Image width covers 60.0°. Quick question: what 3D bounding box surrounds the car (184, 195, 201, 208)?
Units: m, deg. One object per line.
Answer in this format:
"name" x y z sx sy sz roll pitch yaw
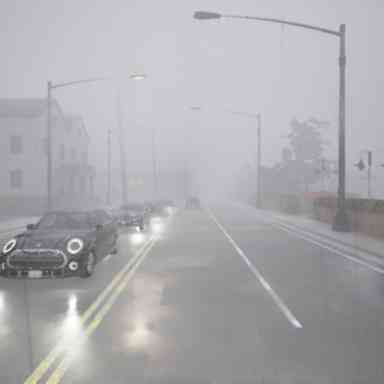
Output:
"car" 0.086 1.182 42.683 1.837 1.490 4.892 0 0 0

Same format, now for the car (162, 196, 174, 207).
"car" -3.522 1.256 45.087 1.895 1.301 4.718 0 0 0

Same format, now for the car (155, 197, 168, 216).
"car" -3.563 1.370 30.204 1.895 1.301 4.718 0 0 0

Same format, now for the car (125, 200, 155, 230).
"car" -3.596 1.353 19.938 1.837 1.490 4.892 0 0 0

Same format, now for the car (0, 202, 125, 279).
"car" -3.600 1.277 9.884 2.097 1.767 4.553 0 0 0
